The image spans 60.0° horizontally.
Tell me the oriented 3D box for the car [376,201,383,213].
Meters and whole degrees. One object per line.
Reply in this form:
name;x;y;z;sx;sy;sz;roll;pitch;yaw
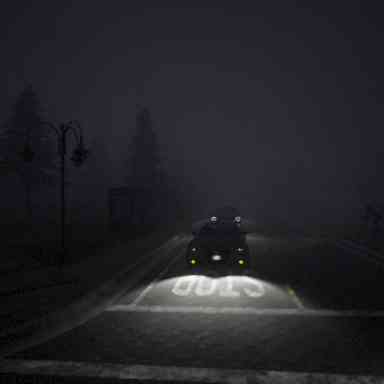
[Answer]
car;22.051;1.706;36.927;2.007;1.523;4.514;-1;-1;7

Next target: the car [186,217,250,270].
car;1.000;1.799;11.863;1.994;1.385;4.181;-1;-1;8

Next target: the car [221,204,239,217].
car;4.748;2.253;41.238;2.128;1.511;4.902;-1;-1;7

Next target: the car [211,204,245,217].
car;2.464;1.798;23.649;2.097;1.767;4.553;-1;-1;7

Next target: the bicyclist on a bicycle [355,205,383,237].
bicyclist on a bicycle;9.160;1.494;16.945;1.656;1.620;0.582;-1;-1;7

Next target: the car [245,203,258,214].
car;7.933;2.343;46.912;1.812;1.442;4.674;-1;-1;-7
